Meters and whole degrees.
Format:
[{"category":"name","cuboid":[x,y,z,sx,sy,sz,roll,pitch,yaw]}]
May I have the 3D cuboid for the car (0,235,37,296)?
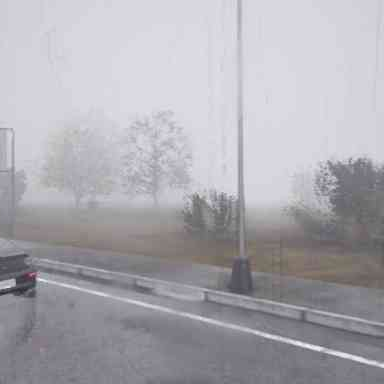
[{"category":"car","cuboid":[-5.327,1.520,7.318,4.674,1.442,1.812,0,0,32]}]
